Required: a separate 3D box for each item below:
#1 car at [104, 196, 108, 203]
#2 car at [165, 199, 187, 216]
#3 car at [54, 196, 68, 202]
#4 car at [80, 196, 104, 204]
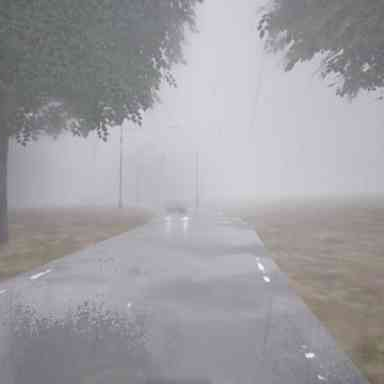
[{"bbox_3d":[-20.335,1.597,72.943,4.553,1.767,2.097,-1,-2,42],"label":"car"},{"bbox_3d":[-1.576,1.409,31.935,1.882,1.535,5.008,1,0,-7],"label":"car"},{"bbox_3d":[-33.386,1.848,85.915,2.033,1.411,5.357,1,-2,-34],"label":"car"},{"bbox_3d":[-20.893,1.584,68.049,4.902,1.511,2.128,-1,-2,40],"label":"car"}]
